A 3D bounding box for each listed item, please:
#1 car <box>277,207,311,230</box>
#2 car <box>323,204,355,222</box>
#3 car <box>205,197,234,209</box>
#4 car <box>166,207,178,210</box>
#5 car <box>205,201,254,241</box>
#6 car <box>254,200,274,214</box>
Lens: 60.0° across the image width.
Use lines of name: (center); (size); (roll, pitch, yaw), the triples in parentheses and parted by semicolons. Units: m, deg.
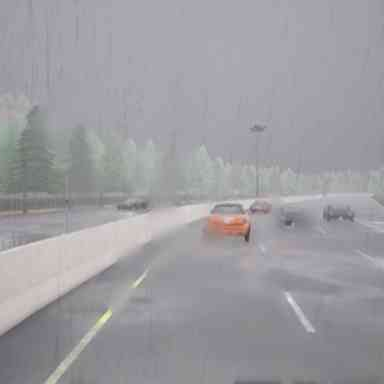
car: (6.459, 1.595, 21.444); (1.895, 1.301, 4.718); (0, 0, 14)
car: (11.468, 1.610, 26.272); (1.895, 1.301, 4.718); (0, 0, 17)
car: (3.832, 1.494, 45.043); (2.033, 1.411, 5.357); (0, 0, 26)
car: (-2.908, 1.422, 38.282); (2.128, 1.511, 4.902); (0, 0, 22)
car: (1.950, 1.334, 17.013); (2.097, 1.767, 4.553); (0, 0, 10)
car: (7.432, 1.541, 35.350); (1.994, 1.385, 4.181); (0, 0, 22)
